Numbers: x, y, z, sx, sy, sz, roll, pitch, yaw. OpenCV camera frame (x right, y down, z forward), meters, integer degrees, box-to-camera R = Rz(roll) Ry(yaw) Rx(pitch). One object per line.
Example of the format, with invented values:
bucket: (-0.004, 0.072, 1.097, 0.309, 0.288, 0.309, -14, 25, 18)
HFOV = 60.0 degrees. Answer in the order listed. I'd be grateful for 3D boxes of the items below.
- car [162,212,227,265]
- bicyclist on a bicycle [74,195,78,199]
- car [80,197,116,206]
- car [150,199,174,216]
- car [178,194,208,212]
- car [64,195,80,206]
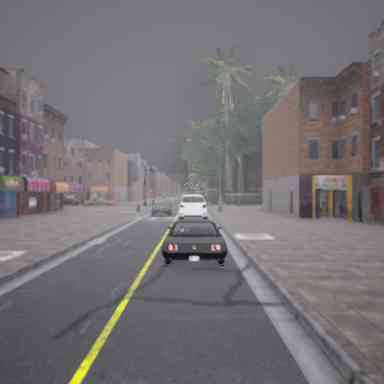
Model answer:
car: (0.083, 1.591, 11.606, 1.895, 1.301, 4.718, 0, 0, 0)
bicyclist on a bicycle: (-20.132, 1.332, 57.672, 0.582, 1.620, 1.656, 0, 0, 0)
car: (-14.430, 1.536, 52.031, 4.829, 1.417, 1.752, 0, 0, 0)
car: (-2.829, 1.485, 32.035, 1.837, 1.490, 4.892, 0, 0, 0)
car: (0.087, 1.203, 26.799, 2.150, 2.045, 5.566, 0, 0, 0)
car: (-20.053, 1.340, 52.025, 5.009, 1.841, 2.192, 0, 0, 0)
